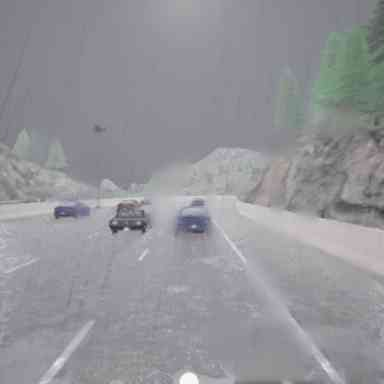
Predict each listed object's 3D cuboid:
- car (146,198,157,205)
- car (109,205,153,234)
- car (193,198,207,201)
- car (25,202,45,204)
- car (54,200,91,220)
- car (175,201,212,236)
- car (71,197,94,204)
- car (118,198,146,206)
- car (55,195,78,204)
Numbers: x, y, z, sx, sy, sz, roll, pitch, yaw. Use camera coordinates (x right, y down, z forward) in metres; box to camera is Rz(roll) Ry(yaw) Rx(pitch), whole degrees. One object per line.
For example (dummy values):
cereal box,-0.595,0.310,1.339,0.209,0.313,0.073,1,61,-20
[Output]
car,-7.751,1.706,59.819,1.994,1.385,4.181,0,0,10
car,-3.407,1.647,19.576,1.895,1.301,4.718,0,0,0
car,1.088,1.622,48.808,1.837,1.490,4.892,-1,0,7
car,-28.937,1.527,61.620,1.837,1.490,4.892,0,0,9
car,-10.378,1.547,29.263,1.882,1.535,5.008,0,0,1
car,0.093,1.522,18.636,1.882,1.535,5.008,0,0,0
car,-21.277,1.628,64.825,2.033,1.411,5.357,0,0,10
car,-6.770,1.564,36.526,1.882,1.535,5.008,0,0,2
car,-24.704,1.426,65.538,2.097,1.767,4.553,0,0,10
